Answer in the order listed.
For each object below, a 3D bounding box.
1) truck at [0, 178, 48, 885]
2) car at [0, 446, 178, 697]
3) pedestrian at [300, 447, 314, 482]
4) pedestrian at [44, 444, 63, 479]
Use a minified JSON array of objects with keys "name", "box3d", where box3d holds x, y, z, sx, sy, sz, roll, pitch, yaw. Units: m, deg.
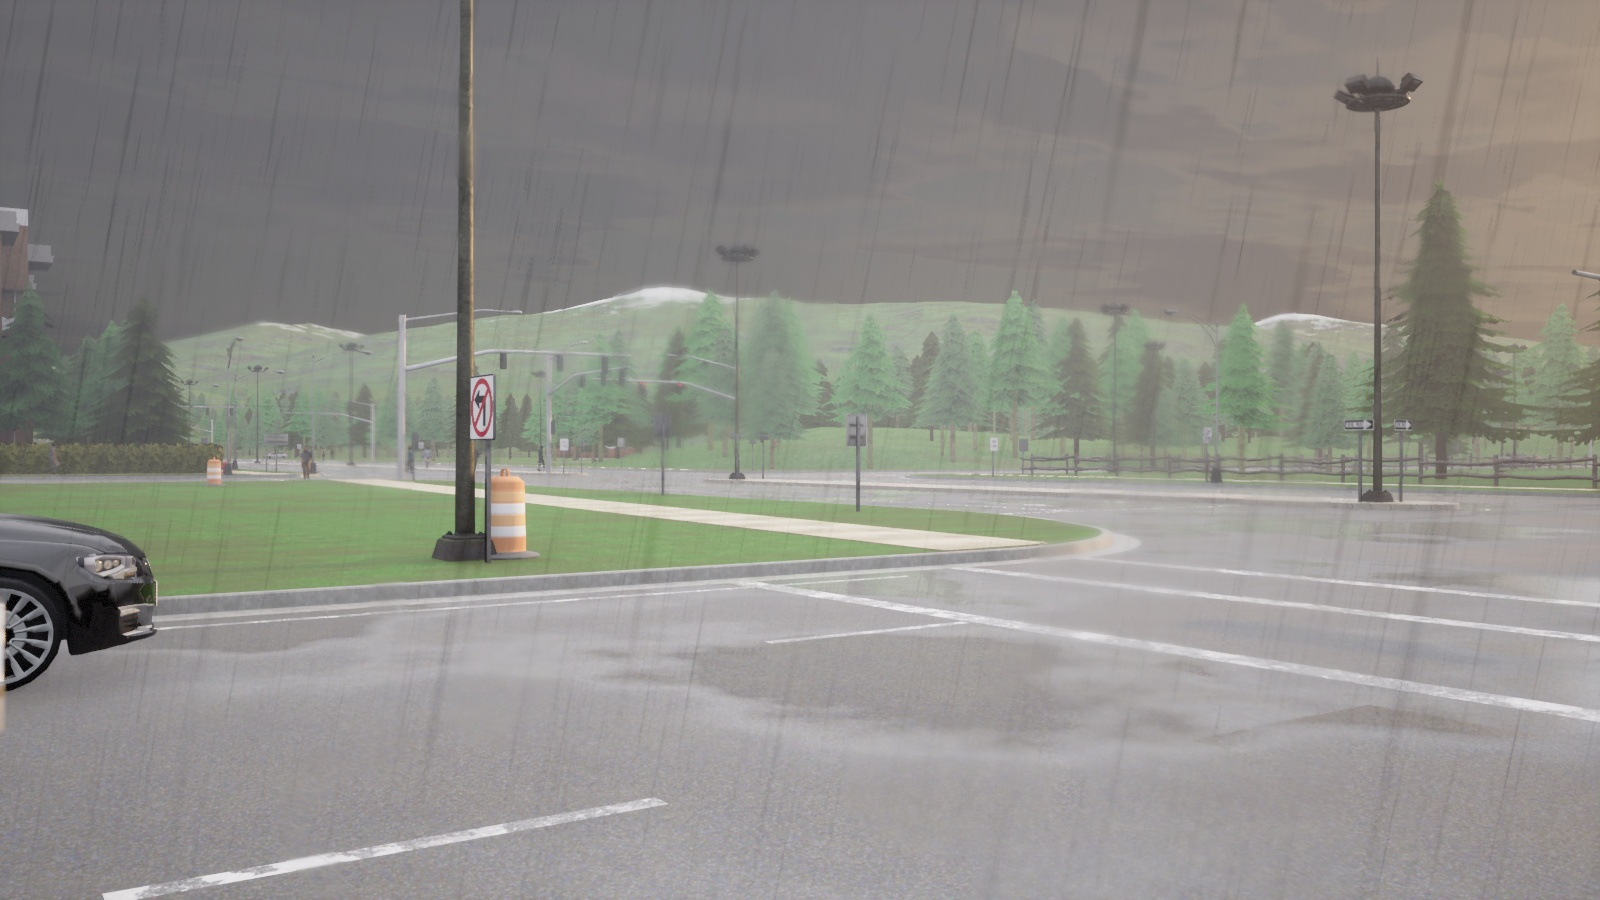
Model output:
[{"name":"truck","box3d":[-5.563,0.276,4.053,5.204,2.467,2.627,0,0,-35]},{"name":"car","box3d":[-6.631,0.734,7.573,4.902,1.511,2.128,0,0,-35]},{"name":"pedestrian","box3d":[-26.259,0.758,66.890,0.540,1.848,0.694,0,0,-32]},{"name":"pedestrian","box3d":[-42.238,0.637,71.064,0.873,1.952,0.659,0,0,-34]}]
